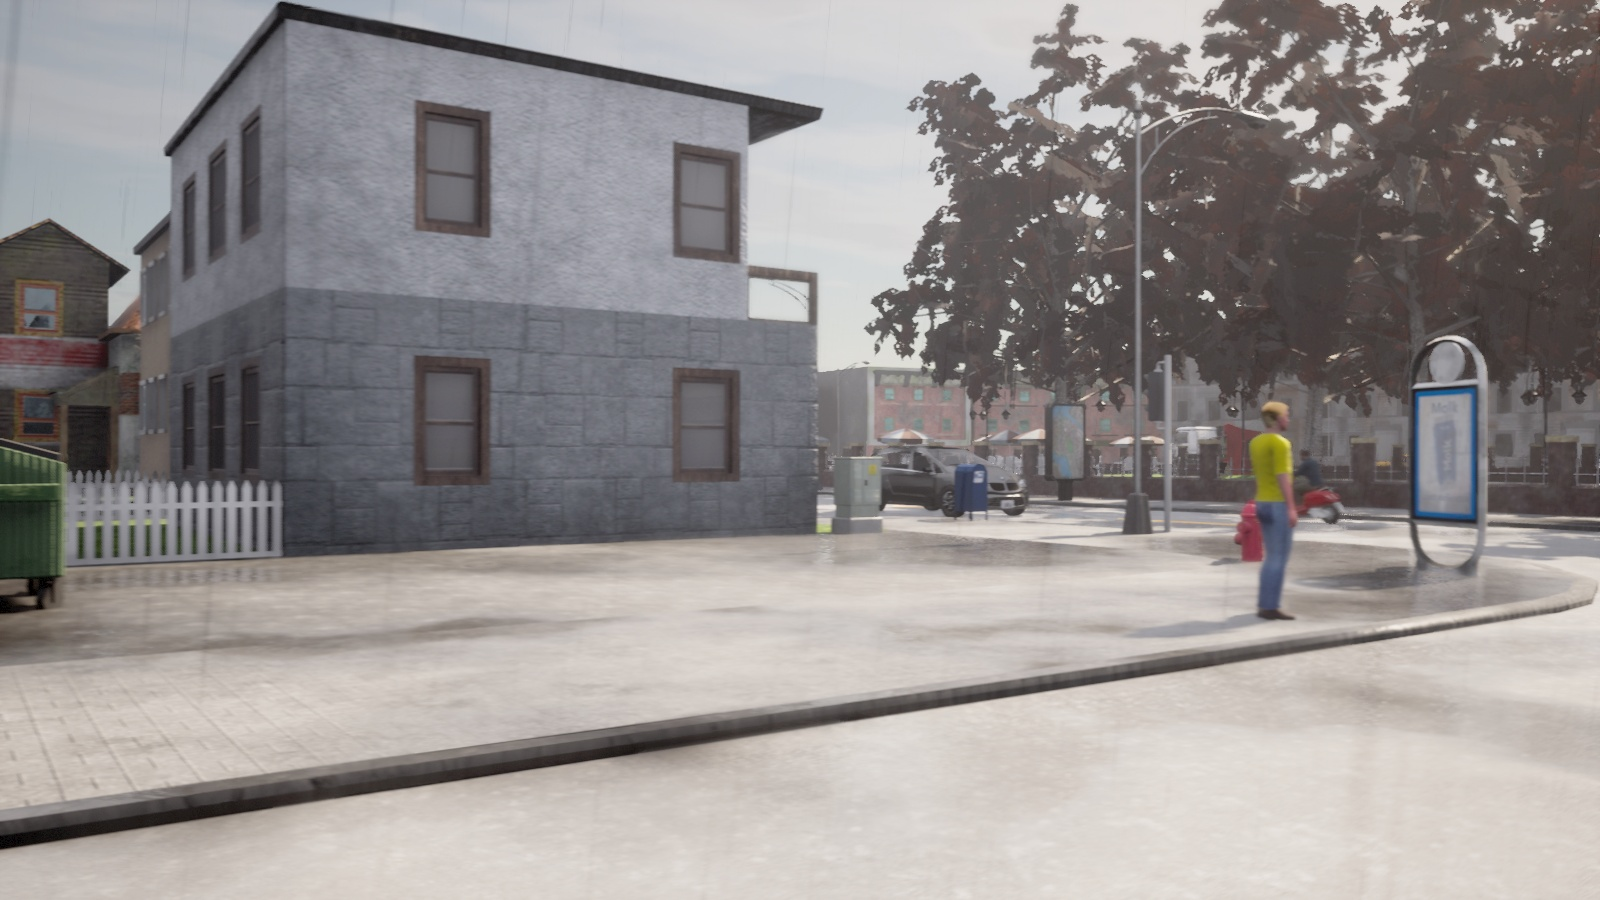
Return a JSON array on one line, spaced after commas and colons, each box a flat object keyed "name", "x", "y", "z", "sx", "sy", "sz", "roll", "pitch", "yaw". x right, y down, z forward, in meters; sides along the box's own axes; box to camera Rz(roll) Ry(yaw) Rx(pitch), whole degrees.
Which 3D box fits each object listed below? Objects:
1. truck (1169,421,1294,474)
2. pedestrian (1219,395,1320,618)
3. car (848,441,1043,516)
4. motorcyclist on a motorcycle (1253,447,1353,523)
[{"name": "truck", "x": 29.511, "y": -0.124, "z": 86.289, "sx": 2.891, "sy": 3.462, "sz": 7.936, "roll": 0, "pitch": 0, "yaw": -35}, {"name": "pedestrian", "x": 3.942, "y": 0.468, "z": 10.565, "sx": 0.706, "sy": 1.836, "sz": 0.354, "roll": 0, "pitch": 0, "yaw": -5}, {"name": "car", "x": 3.439, "y": 0.647, "z": 30.614, "sx": 2.242, "sy": 1.667, "sz": 4.611, "roll": 0, "pitch": 0, "yaw": -34}, {"name": "motorcyclist on a motorcycle", "x": 10.799, "y": 0.730, "z": 27.020, "sx": 0.866, "sy": 1.590, "sz": 1.817, "roll": 0, "pitch": 0, "yaw": -35}]
